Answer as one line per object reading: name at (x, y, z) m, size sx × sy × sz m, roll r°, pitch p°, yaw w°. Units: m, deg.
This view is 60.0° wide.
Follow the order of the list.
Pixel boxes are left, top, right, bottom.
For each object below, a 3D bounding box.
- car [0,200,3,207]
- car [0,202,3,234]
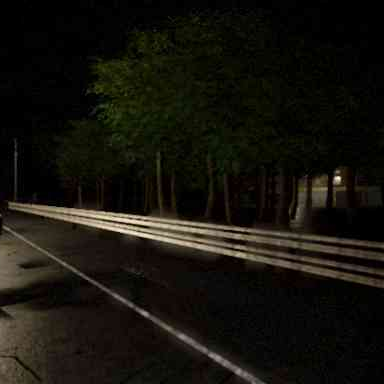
car at (-40.905, 2.408, 69.130) m, size 1.812 × 1.442 × 4.674 m, roll 0°, pitch -1°, yaw -14°
car at (-13.075, 1.485, 20.438) m, size 2.150 × 2.045 × 5.566 m, roll 0°, pitch -1°, yaw -36°
